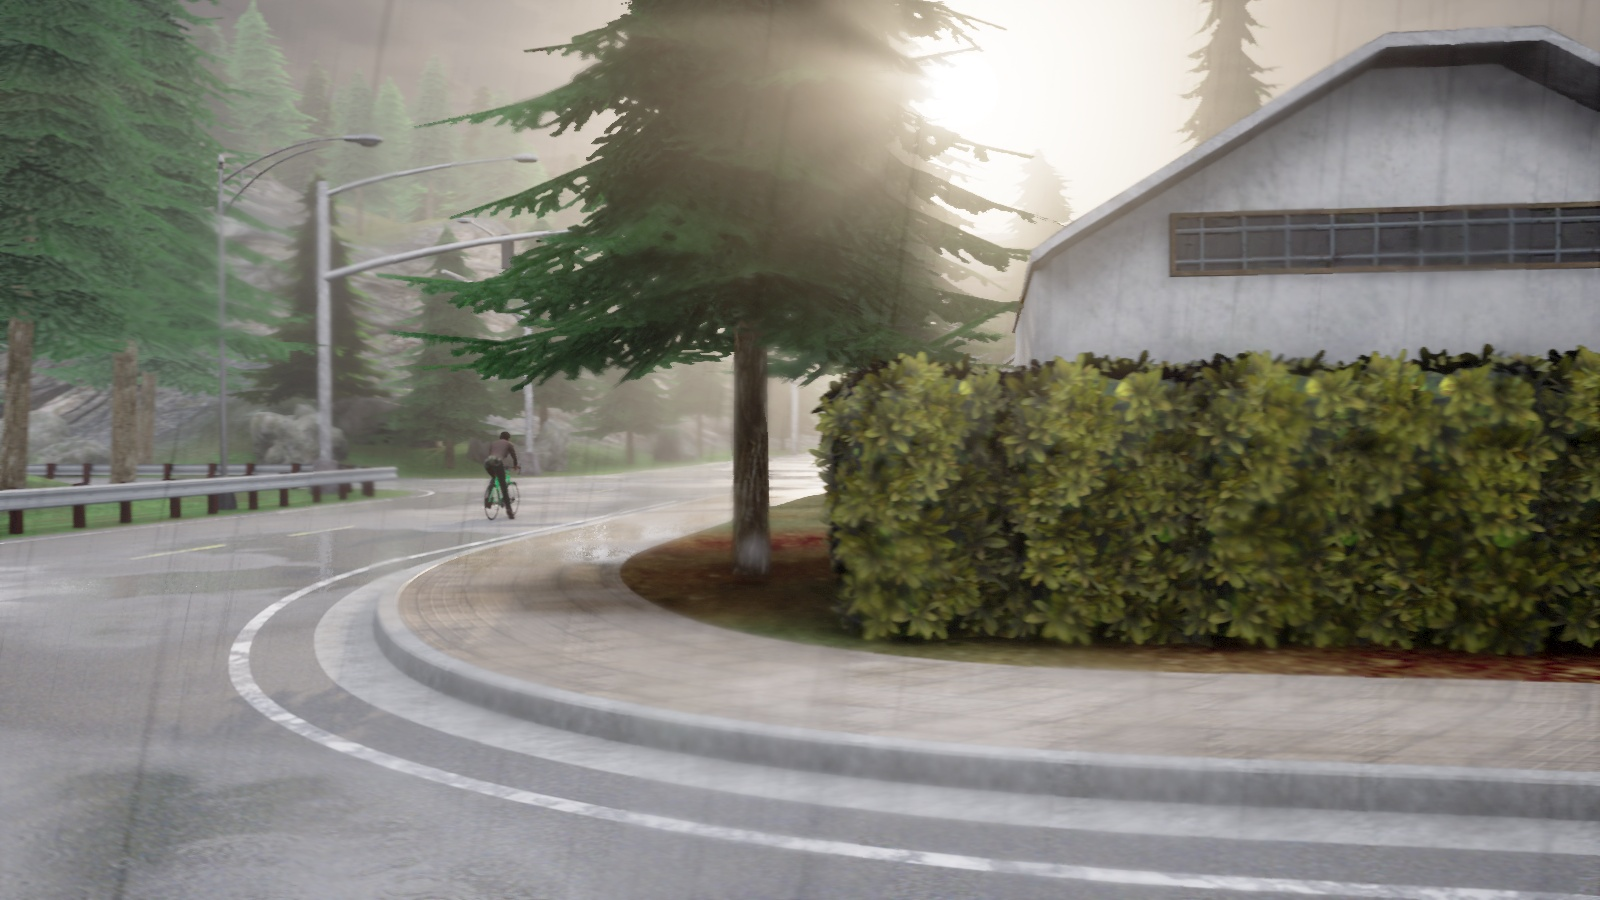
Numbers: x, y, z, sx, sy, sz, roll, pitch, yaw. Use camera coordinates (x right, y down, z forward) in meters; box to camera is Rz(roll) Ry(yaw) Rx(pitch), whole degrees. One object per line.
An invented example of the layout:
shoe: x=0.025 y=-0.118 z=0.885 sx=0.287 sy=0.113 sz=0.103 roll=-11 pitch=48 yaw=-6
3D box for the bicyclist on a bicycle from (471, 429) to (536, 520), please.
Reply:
bicyclist on a bicycle: x=-5.497 y=0.431 z=23.347 sx=0.582 sy=1.620 sz=1.656 roll=0 pitch=1 yaw=9
